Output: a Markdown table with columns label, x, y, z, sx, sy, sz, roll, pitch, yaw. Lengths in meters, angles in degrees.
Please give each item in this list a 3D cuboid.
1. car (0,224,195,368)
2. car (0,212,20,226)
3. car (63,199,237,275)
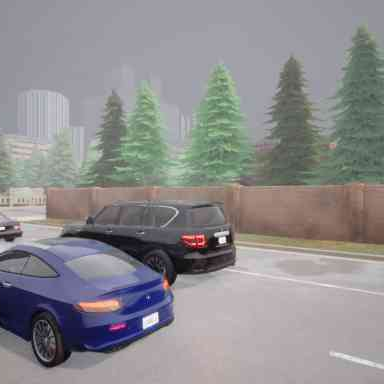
| label | x | y | z | sx | sy | sz | roll | pitch | yaw |
| --- | --- | --- | --- | --- | --- | --- | --- | --- | --- |
| car | -2.415 | 1.526 | 5.731 | 4.674 | 1.442 | 1.812 | 0 | 0 | 36 |
| car | -9.760 | 1.547 | 15.263 | 5.357 | 1.411 | 2.033 | 0 | 0 | 39 |
| car | -1.463 | 1.221 | 9.348 | 5.566 | 2.045 | 2.150 | 0 | 0 | 36 |
